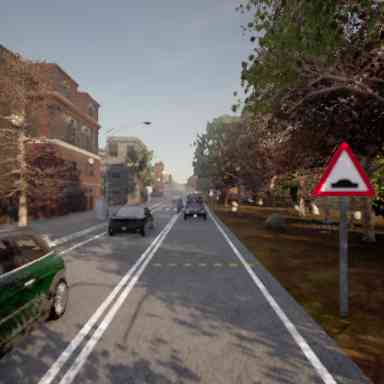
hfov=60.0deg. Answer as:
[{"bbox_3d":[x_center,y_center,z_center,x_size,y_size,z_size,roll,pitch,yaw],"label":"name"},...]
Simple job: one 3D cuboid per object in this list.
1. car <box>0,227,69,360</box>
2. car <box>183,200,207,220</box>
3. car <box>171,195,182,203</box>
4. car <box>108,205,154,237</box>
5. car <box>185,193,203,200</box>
[{"bbox_3d":[-3.332,1.356,4.252,2.097,1.767,4.553,0,0,0],"label":"car"},{"bbox_3d":[0.254,1.600,28.347,1.895,1.301,4.718,0,0,0],"label":"car"},{"bbox_3d":[-3.002,1.413,65.514,1.812,1.442,4.674,0,0,1],"label":"car"},{"bbox_3d":[-3.247,1.482,18.480,1.882,1.535,5.008,0,0,1],"label":"car"},{"bbox_3d":[0.318,1.190,44.923,2.150,2.045,5.566,0,0,0],"label":"car"}]
